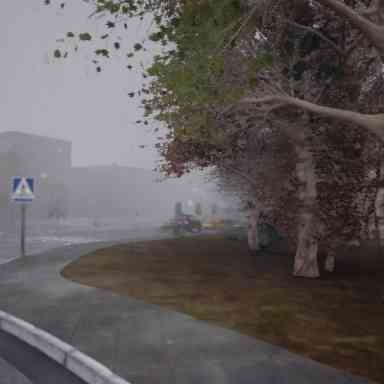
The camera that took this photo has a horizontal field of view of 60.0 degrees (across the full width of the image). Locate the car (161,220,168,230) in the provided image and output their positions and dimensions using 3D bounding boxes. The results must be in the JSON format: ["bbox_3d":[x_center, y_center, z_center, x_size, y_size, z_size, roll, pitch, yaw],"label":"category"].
[{"bbox_3d":[-2.308,4.364,44.387,2.033,1.411,5.357,0,-4,19],"label":"car"}]

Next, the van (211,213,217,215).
[{"bbox_3d":[4.537,6.514,88.994,1.878,1.987,4.442,0,-3,19],"label":"van"}]

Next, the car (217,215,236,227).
[{"bbox_3d":[5.922,5.271,58.481,1.837,1.490,4.892,0,-3,20],"label":"car"}]

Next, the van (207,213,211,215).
[{"bbox_3d":[2.688,6.221,83.773,1.878,1.987,4.442,0,-3,20],"label":"van"}]

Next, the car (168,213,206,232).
[{"bbox_3d":[-0.527,3.754,39.918,2.150,2.045,5.566,0,-5,19],"label":"car"}]

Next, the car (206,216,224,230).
[{"bbox_3d":[2.890,4.737,49.732,1.882,1.535,5.008,0,-3,19],"label":"car"}]
